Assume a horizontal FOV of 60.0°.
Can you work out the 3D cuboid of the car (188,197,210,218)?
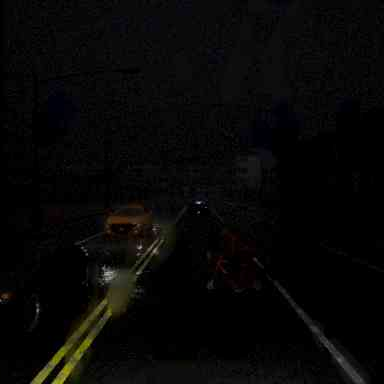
[{"bbox_3d":[0.631,1.492,30.368,2.128,1.511,4.902,0,0,1],"label":"car"}]

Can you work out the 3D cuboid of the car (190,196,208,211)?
[{"bbox_3d":[0.820,1.352,41.358,2.097,1.767,4.553,0,0,1],"label":"car"}]

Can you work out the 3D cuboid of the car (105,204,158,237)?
[{"bbox_3d":[-3.282,1.478,18.134,1.882,1.535,5.008,0,0,1],"label":"car"}]

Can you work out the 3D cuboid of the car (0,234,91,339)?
[{"bbox_3d":[-3.502,1.564,6.527,1.994,1.385,4.181,0,0,1],"label":"car"}]

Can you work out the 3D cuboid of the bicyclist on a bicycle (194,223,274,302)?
[{"bbox_3d":[0.855,1.453,6.792,1.656,1.620,0.582,-1,0,1],"label":"bicyclist on a bicycle"}]

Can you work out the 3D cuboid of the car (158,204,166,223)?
[{"bbox_3d":[-3.069,1.601,24.866,1.994,1.385,4.181,0,0,1],"label":"car"}]
